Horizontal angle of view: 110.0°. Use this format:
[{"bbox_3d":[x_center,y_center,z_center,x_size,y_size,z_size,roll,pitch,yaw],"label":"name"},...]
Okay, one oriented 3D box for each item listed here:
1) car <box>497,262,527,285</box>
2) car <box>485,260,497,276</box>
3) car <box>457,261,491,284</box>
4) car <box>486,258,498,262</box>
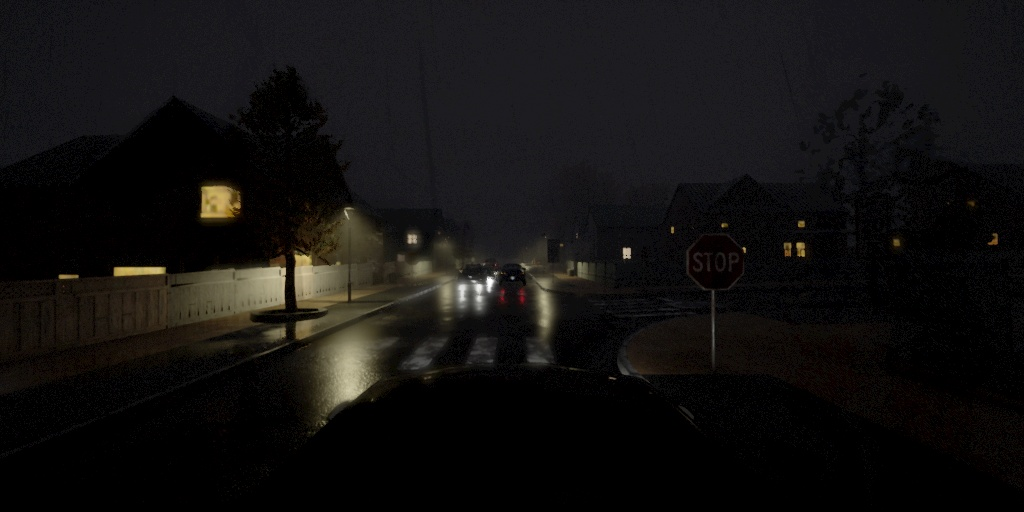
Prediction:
[{"bbox_3d":[0.037,1.284,26.387,1.812,1.442,4.674,0,0,0],"label":"car"},{"bbox_3d":[-2.938,1.363,37.377,1.895,1.301,4.718,0,0,0],"label":"car"},{"bbox_3d":[-2.914,1.323,27.240,1.994,1.385,4.181,0,0,0],"label":"car"},{"bbox_3d":[-2.954,1.122,49.623,2.097,1.767,4.553,0,0,0],"label":"car"}]
